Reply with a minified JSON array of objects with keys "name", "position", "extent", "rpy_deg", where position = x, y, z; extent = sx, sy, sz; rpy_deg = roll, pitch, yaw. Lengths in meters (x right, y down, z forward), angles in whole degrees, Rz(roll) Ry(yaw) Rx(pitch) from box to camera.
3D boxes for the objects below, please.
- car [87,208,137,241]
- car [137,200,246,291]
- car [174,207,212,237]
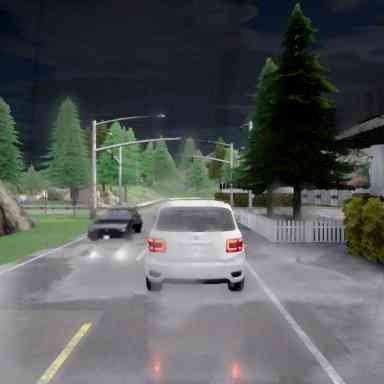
[{"name":"car","position":[-3.633,1.547,16.801],"extent":[2.033,1.411,5.357],"rpy_deg":[0,0,0]},{"name":"car","position":[0.064,1.221,9.132],"extent":[2.150,2.045,5.566],"rpy_deg":[0,0,0]},{"name":"car","position":[0.017,1.601,18.895],"extent":[1.895,1.301,4.718],"rpy_deg":[0,0,0]}]
